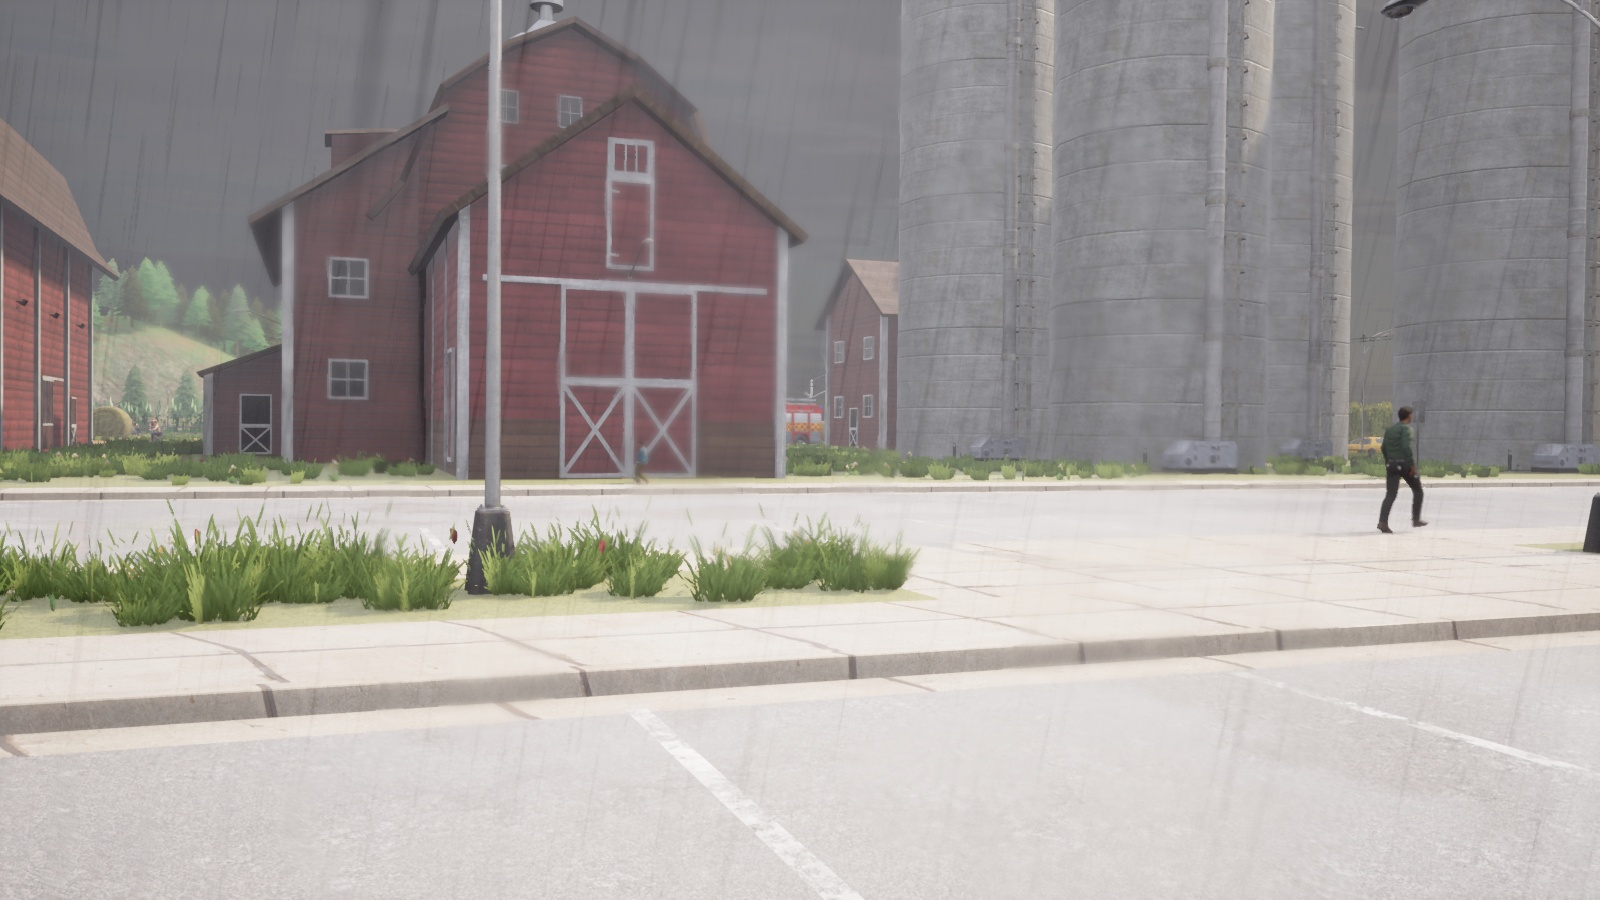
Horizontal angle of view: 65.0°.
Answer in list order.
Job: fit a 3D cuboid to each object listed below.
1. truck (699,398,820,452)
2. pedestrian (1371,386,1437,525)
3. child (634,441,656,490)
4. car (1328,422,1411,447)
[{"bbox_3d":[-2.984,-1.883,93.562,8.468,3.827,2.891,-1,1,-21],"label":"truck"},{"bbox_3d":[8.640,0.068,17.975,0.788,1.949,0.423,-1,1,-22],"label":"pedestrian"},{"bbox_3d":[-3.804,0.374,30.745,0.448,1.192,0.343,-1,1,-21],"label":"child"},{"bbox_3d":[37.977,-1.038,83.901,1.801,1.575,5.366,-1,1,-20],"label":"car"}]
